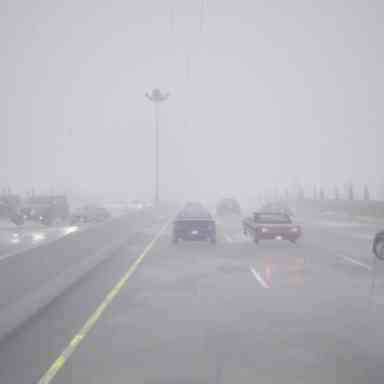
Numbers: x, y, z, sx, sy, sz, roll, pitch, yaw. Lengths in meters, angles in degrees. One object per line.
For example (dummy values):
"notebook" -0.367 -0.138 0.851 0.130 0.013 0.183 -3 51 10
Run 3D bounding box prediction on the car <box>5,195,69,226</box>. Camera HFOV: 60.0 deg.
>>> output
"car" -10.591 1.230 23.849 2.150 2.045 5.566 0 0 0

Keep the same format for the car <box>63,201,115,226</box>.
"car" -7.090 1.570 23.360 1.994 1.385 4.181 0 0 0

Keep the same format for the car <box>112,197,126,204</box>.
"car" -13.990 1.610 63.659 1.812 1.442 4.674 0 0 0

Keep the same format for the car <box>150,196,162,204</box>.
"car" -6.985 1.607 64.977 1.812 1.442 4.674 0 0 0

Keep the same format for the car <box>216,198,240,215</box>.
"car" 3.612 1.365 33.684 2.097 1.767 4.553 0 0 0

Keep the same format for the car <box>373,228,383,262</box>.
"car" 7.103 1.354 9.273 2.097 1.767 4.553 0 0 0

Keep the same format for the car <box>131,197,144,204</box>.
"car" -10.486 1.686 64.052 1.895 1.301 4.718 0 0 0

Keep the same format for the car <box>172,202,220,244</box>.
"car" 0.105 1.481 15.952 1.882 1.535 5.008 0 0 0

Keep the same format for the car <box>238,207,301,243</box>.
"car" 3.606 1.604 16.010 1.895 1.301 4.718 0 0 0

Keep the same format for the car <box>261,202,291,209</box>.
"car" 7.110 1.557 28.618 2.033 1.411 5.357 0 0 0

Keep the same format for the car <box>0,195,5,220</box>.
"car" -14.091 1.230 23.526 2.150 2.045 5.566 0 0 0
